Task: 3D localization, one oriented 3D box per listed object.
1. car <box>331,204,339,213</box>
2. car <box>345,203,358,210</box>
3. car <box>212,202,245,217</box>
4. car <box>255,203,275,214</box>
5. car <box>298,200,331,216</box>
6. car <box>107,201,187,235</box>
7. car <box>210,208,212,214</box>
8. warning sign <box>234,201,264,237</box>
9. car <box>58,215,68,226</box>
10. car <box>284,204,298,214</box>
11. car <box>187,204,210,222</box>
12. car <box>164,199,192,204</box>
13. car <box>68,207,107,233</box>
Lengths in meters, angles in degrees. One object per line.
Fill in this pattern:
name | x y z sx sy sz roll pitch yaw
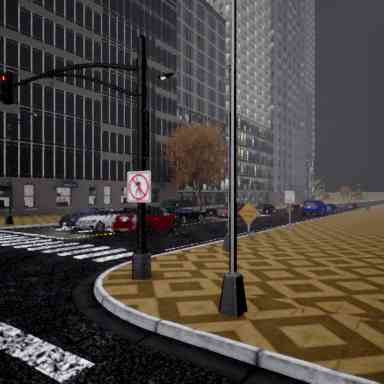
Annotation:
car | 21.979 2.557 52.922 1.812 1.442 4.674 0 -1 33
car | 31.569 2.836 65.674 1.812 1.442 4.674 0 -1 33
car | 4.682 1.991 38.291 2.097 1.767 4.553 0 -1 33
car | 10.187 2.324 46.757 1.837 1.490 4.892 0 -1 33
car | 16.225 2.065 43.951 2.150 2.045 5.566 0 -1 35
car | -2.661 1.657 20.581 2.097 1.767 4.553 0 -1 34
car | 3.515 2.287 42.470 1.895 1.301 4.718 0 -1 33
warning sign | 3.177 1.454 18.525 1.300 1.860 1.060 1 1 33
car | -7.464 1.872 25.489 2.033 1.411 5.357 0 -1 33
car | 14.618 2.400 47.332 1.812 1.442 4.674 0 -1 33
car | -0.634 2.064 30.075 1.895 1.301 4.718 0 -1 33
car | -1.935 1.728 34.046 2.150 2.045 5.566 0 -1 33
car | -5.588 1.826 22.437 1.812 1.442 4.674 0 -1 33
